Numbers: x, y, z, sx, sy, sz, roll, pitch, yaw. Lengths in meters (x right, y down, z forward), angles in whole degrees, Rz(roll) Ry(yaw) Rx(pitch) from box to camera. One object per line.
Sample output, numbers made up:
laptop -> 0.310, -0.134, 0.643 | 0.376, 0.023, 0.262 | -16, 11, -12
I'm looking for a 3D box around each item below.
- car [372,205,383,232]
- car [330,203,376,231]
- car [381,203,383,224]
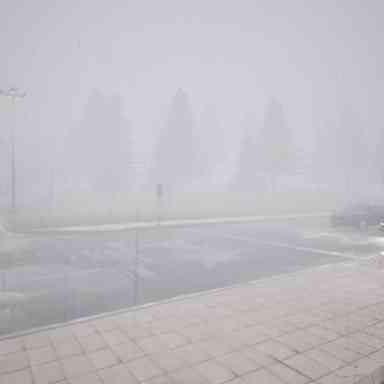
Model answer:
car -> 12.140, 1.549, 17.660 | 5.357, 1.411, 2.033 | 0, 0, -33
car -> 10.747, 1.479, 20.936 | 5.008, 1.535, 1.882 | 0, 0, -33
car -> 15.916, 1.528, 24.224 | 4.674, 1.442, 1.812 | 0, 0, -33
